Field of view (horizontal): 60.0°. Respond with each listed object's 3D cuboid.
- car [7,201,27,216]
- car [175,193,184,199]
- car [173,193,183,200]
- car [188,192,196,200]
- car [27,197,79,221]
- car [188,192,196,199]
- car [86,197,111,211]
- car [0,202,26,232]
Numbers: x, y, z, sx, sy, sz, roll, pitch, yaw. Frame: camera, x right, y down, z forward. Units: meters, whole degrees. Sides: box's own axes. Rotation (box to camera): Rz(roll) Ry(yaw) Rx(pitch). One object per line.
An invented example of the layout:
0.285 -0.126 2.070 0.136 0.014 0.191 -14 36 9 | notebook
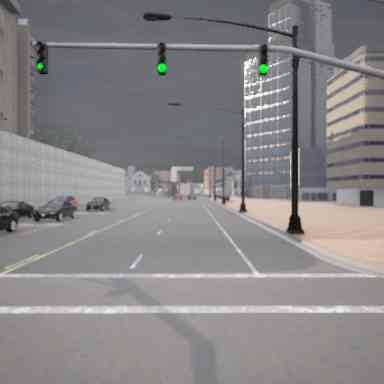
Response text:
-14.107 1.433 26.244 1.812 1.442 4.674 0 0 0 | car
-3.473 1.090 91.251 2.128 1.511 4.902 0 0 1 | car
-3.477 1.065 82.434 2.097 1.767 4.553 0 0 0 | car
0.023 1.260 82.847 1.994 1.385 4.181 0 0 0 | car
-10.591 1.413 26.024 1.837 1.490 4.892 0 0 0 | car
0.027 0.920 91.219 2.097 1.767 4.553 0 0 1 | car
-10.578 1.372 37.798 1.837 1.490 4.892 0 0 0 | car
-10.605 1.446 16.690 1.837 1.490 4.892 0 0 0 | car
